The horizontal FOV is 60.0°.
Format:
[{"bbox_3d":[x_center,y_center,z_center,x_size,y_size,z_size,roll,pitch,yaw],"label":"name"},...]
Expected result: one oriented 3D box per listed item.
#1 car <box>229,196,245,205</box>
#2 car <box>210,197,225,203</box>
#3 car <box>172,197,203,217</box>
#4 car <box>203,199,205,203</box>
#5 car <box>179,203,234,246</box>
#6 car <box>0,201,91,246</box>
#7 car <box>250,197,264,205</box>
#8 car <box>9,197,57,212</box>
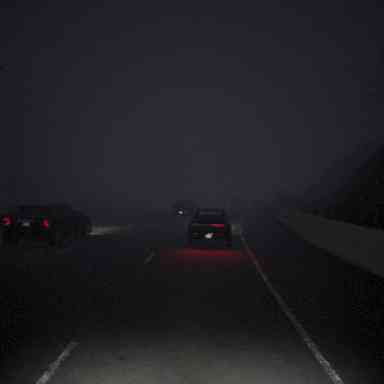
[{"bbox_3d":[8.536,1.453,62.397,2.097,1.767,4.553,1,0,22],"label":"car"},{"bbox_3d":[4.853,1.581,62.656,1.812,1.442,4.674,0,0,22],"label":"car"},{"bbox_3d":[-0.534,1.497,30.810,1.837,1.490,4.892,0,0,10],"label":"car"},{"bbox_3d":[0.805,1.553,62.539,2.033,1.411,5.357,1,0,22],"label":"car"},{"bbox_3d":[0.870,1.502,15.310,2.128,1.511,4.902,1,0,5],"label":"car"},{"bbox_3d":[-6.250,1.275,15.005,2.097,1.767,4.553,1,0,5],"label":"car"},{"bbox_3d":[12.188,1.709,62.099,1.994,1.385,4.181,1,0,22],"label":"car"},{"bbox_3d":[-17.411,1.332,36.794,2.033,1.411,5.357,1,0,11],"label":"car"}]
